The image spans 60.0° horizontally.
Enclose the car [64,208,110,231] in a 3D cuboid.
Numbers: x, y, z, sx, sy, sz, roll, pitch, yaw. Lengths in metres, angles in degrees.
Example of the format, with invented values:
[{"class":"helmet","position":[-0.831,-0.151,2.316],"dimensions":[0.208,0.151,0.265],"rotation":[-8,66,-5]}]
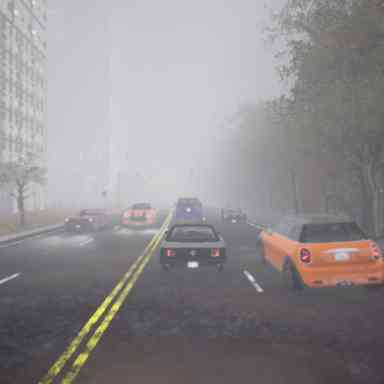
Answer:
[{"class":"car","position":[-6.876,1.782,22.191],"dimensions":[1.895,1.301,4.718],"rotation":[0,0,-1]}]

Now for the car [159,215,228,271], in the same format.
[{"class":"car","position":[0.010,1.690,11.191],"dimensions":[1.895,1.301,4.718],"rotation":[0,0,-1]}]

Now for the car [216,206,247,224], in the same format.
[{"class":"car","position":[2.990,1.783,26.466],"dimensions":[1.895,1.301,4.718],"rotation":[-3,1,-2]}]

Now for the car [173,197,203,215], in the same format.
[{"class":"car","position":[-0.315,1.437,26.984],"dimensions":[2.150,2.045,5.566],"rotation":[0,0,-2]}]

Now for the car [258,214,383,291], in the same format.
[{"class":"car","position":[3.250,1.390,9.391],"dimensions":[2.097,1.767,4.553],"rotation":[-3,1,-1]}]

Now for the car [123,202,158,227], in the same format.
[{"class":"car","position":[-3.696,1.549,24.566],"dimensions":[2.097,1.767,4.553],"rotation":[0,0,-2]}]
